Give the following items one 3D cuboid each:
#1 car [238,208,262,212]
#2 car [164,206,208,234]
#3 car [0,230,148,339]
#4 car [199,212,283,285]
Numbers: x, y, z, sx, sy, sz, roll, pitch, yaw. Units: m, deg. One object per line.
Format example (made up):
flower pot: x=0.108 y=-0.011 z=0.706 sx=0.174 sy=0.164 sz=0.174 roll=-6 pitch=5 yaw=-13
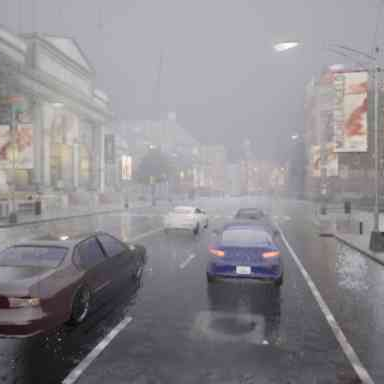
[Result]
car: x=3.127 y=1.557 z=17.881 sx=1.994 sy=1.385 sz=4.181 roll=0 pitch=0 yaw=11
car: x=-0.268 y=1.507 z=18.895 sx=1.812 sy=1.442 sz=4.674 roll=0 pitch=0 yaw=12
car: x=-2.509 y=1.532 z=7.012 sx=2.033 sy=1.411 sz=5.357 roll=0 pitch=0 yaw=9
car: x=1.519 y=1.521 z=9.442 sx=1.812 sy=1.442 sz=4.674 roll=0 pitch=0 yaw=10
